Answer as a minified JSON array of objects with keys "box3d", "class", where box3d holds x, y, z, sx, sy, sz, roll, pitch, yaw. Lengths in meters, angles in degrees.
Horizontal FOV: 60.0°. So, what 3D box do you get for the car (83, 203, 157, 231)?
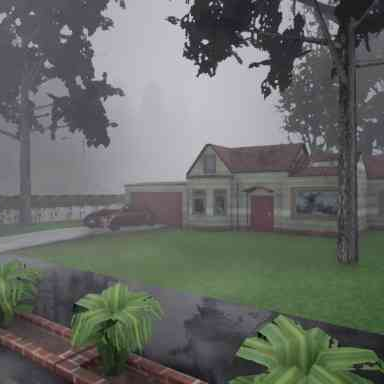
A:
[{"box3d":[-3.872,1.300,18.374,1.994,1.381,4.181,0,0,35],"class":"car"}]
